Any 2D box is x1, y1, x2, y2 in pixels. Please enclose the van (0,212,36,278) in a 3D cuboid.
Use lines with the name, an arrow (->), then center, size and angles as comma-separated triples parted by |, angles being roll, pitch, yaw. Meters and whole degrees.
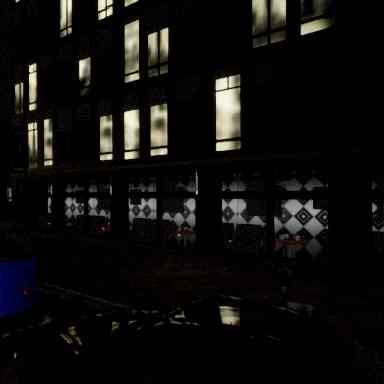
van -> -4.522, 1.342, 6.062 | 3.998, 1.788, 1.690 | 0, 0, 35

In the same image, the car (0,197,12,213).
car -> -14.414, 1.358, 28.174 | 2.192, 1.841, 5.009 | -1, -1, 35

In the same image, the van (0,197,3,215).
van -> -21.251, 1.425, 33.020 | 1.690, 1.788, 3.998 | -1, -1, 35

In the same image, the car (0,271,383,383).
car -> 0.110, 1.582, 2.759 | 4.206, 1.307, 1.802 | 0, 0, 35
